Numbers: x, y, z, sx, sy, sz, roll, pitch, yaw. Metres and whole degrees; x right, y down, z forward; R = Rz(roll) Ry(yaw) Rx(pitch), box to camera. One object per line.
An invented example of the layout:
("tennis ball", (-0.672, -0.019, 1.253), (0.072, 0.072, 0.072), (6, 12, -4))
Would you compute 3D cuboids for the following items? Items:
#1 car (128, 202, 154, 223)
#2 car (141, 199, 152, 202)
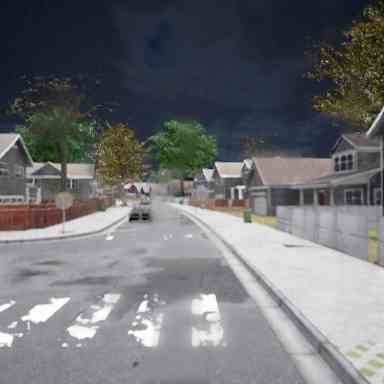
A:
("car", (-4.026, 1.753, 26.975), (1.895, 1.301, 4.718), (0, 0, -5))
("car", (-7.059, 1.781, 51.252), (2.033, 1.411, 5.357), (0, 0, -10))
